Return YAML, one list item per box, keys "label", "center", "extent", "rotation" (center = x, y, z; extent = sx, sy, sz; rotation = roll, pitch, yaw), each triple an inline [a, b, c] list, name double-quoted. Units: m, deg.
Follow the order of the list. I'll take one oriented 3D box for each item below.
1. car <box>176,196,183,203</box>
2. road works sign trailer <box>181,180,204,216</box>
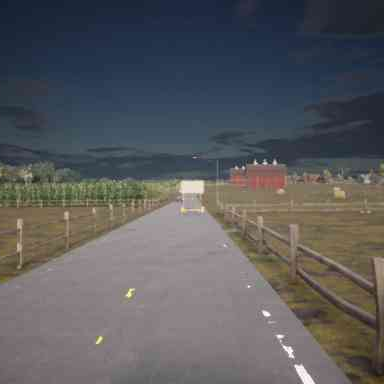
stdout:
- label: "car"
  center: [-2.749, 1.672, 75.982]
  extent: [1.882, 1.535, 5.008]
  rotation: [0, 0, 0]
- label: "road works sign trailer"
  center: [0.032, 0.534, 34.212]
  extent: [2.380, 3.560, 2.880]
  rotation: [0, 0, 0]
